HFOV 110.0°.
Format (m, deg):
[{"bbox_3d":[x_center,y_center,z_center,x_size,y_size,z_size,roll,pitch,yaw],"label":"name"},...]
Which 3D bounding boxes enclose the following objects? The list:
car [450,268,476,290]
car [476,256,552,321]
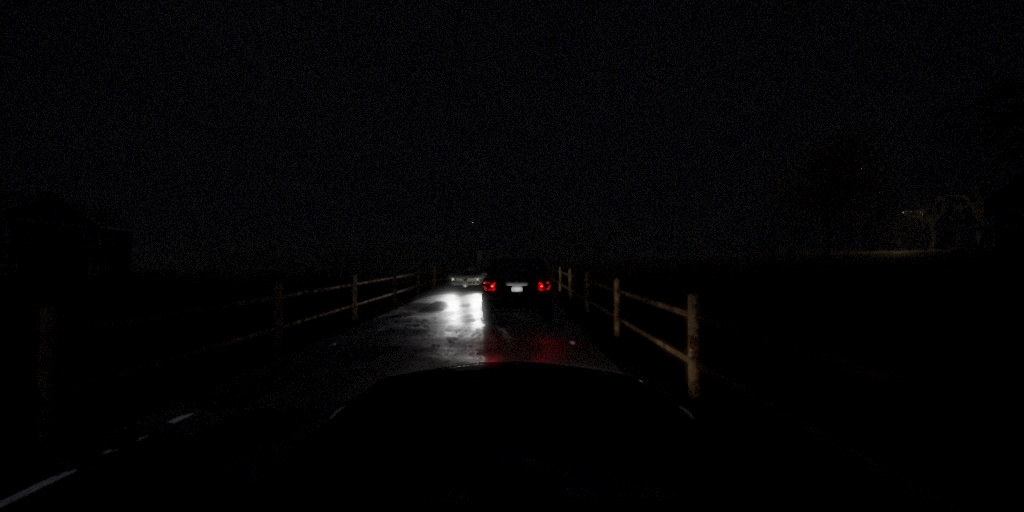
[{"bbox_3d":[-2.686,1.424,22.881,1.895,1.301,4.718,0,0,0],"label":"car"},{"bbox_3d":[0.172,1.022,12.847,2.150,2.045,5.566,0,0,1],"label":"car"}]
